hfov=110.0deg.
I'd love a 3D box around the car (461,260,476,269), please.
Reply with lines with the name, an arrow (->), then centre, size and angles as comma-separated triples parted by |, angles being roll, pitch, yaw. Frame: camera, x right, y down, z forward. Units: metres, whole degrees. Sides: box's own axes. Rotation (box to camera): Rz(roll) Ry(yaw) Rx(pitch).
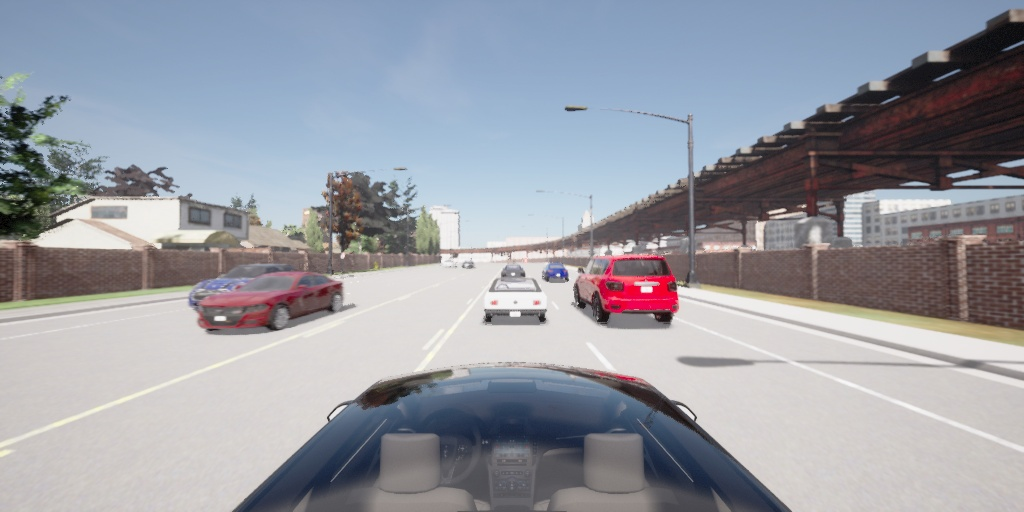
car -> -7.055, 1.328, 58.407 | 2.128, 1.511, 4.902 | 0, 0, 1

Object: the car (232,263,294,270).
car -> -10.600, 1.122, 14.805 | 2.097, 1.767, 4.553 | 0, 0, 0

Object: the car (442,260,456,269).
car -> -10.543, 1.365, 60.586 | 1.812, 1.442, 4.674 | 0, 0, 1

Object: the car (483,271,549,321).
car -> 0.101, 1.367, 12.439 | 1.895, 1.301, 4.718 | 0, 0, 0

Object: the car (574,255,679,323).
car -> 3.599, 0.988, 12.257 | 2.150, 2.045, 5.566 | 0, 0, 0

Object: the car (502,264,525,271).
car -> 0.100, 1.356, 29.658 | 1.994, 1.385, 4.181 | 0, 0, 0

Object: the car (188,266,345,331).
car -> -7.101, 1.242, 11.221 | 1.882, 1.535, 5.008 | 0, 0, 0

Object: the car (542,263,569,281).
car -> 3.600, 1.319, 30.168 | 1.812, 1.442, 4.674 | 0, 0, 0
